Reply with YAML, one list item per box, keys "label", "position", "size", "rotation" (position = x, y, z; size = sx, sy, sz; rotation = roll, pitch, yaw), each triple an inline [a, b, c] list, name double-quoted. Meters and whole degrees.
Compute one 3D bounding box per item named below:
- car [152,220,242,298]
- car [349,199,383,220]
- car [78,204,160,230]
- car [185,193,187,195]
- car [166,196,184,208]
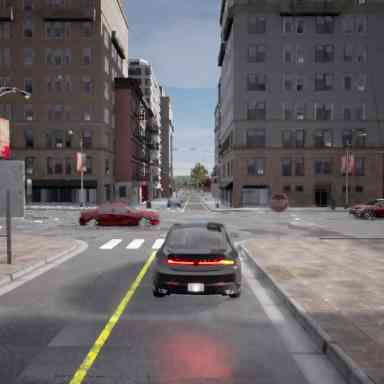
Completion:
- label: "car"
  position: [0.159, 1.501, 8.517]
  size: [1.837, 1.490, 4.892]
  rotation: [0, 0, 2]
- label: "car"
  position: [15.557, 1.370, 27.635]
  size: [4.553, 1.767, 2.097]
  rotation: [0, 1, 0]
- label: "car"
  position: [-4.511, 1.505, 20.879]
  size: [5.008, 1.535, 1.882]
  rotation: [-1, 1, 0]
- label: "car"
  position: [-2.450, 1.470, 64.146]
  size: [2.033, 1.411, 5.357]
  rotation: [0, 0, 1]
- label: "car"
  position: [-2.516, 1.487, 47.131]
  size: [1.812, 1.442, 4.674]
  rotation: [0, 0, 0]
